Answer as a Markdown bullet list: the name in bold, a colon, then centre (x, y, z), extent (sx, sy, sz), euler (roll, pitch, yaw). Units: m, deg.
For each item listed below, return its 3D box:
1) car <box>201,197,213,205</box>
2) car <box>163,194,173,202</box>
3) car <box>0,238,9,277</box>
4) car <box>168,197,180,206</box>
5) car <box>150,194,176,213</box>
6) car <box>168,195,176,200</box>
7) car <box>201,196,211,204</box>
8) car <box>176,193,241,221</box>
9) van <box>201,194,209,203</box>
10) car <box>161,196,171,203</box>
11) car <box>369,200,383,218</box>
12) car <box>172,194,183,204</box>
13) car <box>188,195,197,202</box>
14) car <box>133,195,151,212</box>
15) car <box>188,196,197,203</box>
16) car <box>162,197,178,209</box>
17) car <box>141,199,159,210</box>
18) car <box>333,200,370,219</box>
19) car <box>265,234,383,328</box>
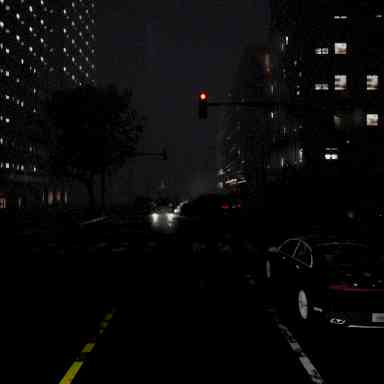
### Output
- **car**: centre (2.774, 1.610, 61.387), extent (1.947, 1.339, 4.313), euler (0, 0, 0)
- **car**: centre (-5.584, 1.385, 77.967), extent (2.192, 1.841, 5.009), euler (0, 0, 0)
- **car**: centre (-5.681, 1.545, 6.919), extent (1.887, 1.381, 4.507), euler (0, 0, 0)
- **car**: centre (-3.012, 1.564, 56.217), extent (1.812, 1.442, 4.674), euler (0, 0, 1)
- **car**: centre (-3.048, 1.371, 37.042), extent (2.097, 1.767, 4.553), euler (0, 0, 0)
- **car**: centre (-5.561, 1.654, 94.536), extent (2.008, 1.369, 4.403), euler (0, 0, 0)
- **car**: centre (2.782, 1.577, 67.080), extent (1.752, 1.417, 4.829), euler (0, 0, 0)
- **car**: centre (1.498, 1.238, 27.619), extent (2.150, 2.045, 5.566), euler (-2, 1, -41)
- **van**: centre (2.789, 1.402, 72.434), extent (1.690, 1.788, 3.998), euler (0, 0, 0)
- **car**: centre (-5.592, 1.627, 72.445), extent (1.947, 1.339, 4.313), euler (0, 0, 0)
- **car**: centre (16.065, 1.311, 23.744), extent (5.357, 1.411, 2.033), euler (-1, 0, -1)
- **car**: centre (-2.927, 1.405, 67.689), extent (2.097, 1.767, 4.553), euler (0, 0, 1)
- **car**: centre (0.110, 1.447, 79.043), extent (2.128, 1.511, 4.902), euler (0, 0, 0)
- **car**: centre (-5.637, 1.336, 39.308), extent (2.192, 1.841, 5.009), euler (0, 0, 0)
- **car**: centre (0.095, 1.581, 69.036), extent (1.812, 1.442, 4.674), euler (0, 0, 0)
- **car**: centre (-3.031, 1.505, 46.132), extent (1.882, 1.535, 5.008), euler (0, 0, 0)
- **car**: centre (-5.630, 1.592, 44.831), extent (1.947, 1.339, 4.313), euler (0, 0, 0)
- **car**: centre (13.462, 1.350, 26.299), extent (4.403, 1.369, 2.008), euler (-1, 1, 0)
- **car**: centre (2.699, 1.551, 6.908), extent (2.008, 1.369, 4.403), euler (0, 0, 0)
